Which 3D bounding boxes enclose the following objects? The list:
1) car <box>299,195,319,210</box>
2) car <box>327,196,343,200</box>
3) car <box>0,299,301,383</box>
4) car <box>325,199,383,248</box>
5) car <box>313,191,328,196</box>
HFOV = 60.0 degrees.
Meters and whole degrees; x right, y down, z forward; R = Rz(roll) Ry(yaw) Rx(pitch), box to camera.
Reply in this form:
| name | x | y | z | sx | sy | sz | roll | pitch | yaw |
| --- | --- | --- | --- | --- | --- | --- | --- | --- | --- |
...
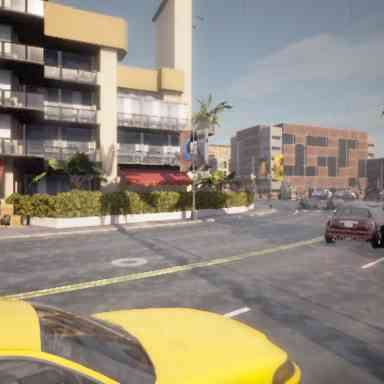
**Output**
| name | x | y | z | sx | sy | sz | roll | pitch | yaw |
| --- | --- | --- | --- | --- | --- | --- | --- | --- | --- |
| car | 15.131 | 1.537 | 43.274 | 1.837 | 1.490 | 4.892 | 0 | 0 | 9 |
| car | 18.589 | 1.539 | 42.731 | 1.812 | 1.442 | 4.674 | 0 | 0 | 9 |
| car | -1.475 | 1.454 | 2.227 | 5.366 | 1.575 | 1.801 | 0 | 0 | -35 |
| car | 7.809 | 1.360 | 15.112 | 2.097 | 1.767 | 4.553 | 0 | 0 | 42 |
| car | 34.339 | 1.209 | 86.109 | 2.185 | 1.767 | 4.553 | 0 | 0 | -24 |
